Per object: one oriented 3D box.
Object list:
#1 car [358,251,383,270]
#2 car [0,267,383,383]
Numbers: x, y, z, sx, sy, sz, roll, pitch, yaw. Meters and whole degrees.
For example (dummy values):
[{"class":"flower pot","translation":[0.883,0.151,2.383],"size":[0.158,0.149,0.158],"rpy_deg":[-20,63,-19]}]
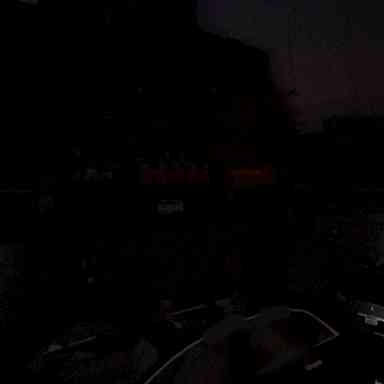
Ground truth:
[{"class":"car","translation":[4.253,1.543,5.862],"size":[4.403,1.369,2.008],"rpy_deg":[0,-2,-35]},{"class":"car","translation":[-0.186,1.549,2.702],"size":[4.403,1.369,2.008],"rpy_deg":[0,-2,-35]}]
